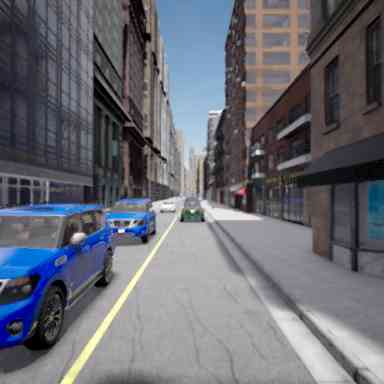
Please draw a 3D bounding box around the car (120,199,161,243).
[{"bbox_3d":[-3.110,1.386,17.439,2.150,2.045,5.566,0,-1,0],"label":"car"}]

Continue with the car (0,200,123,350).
[{"bbox_3d":[-3.106,1.288,6.689,2.150,2.045,5.566,0,-1,0],"label":"car"}]

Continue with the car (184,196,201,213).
[{"bbox_3d":[0.028,1.631,44.280,2.150,2.045,5.566,0,0,0],"label":"car"}]

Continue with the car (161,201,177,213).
[{"bbox_3d":[-3.071,1.931,43.582,1.812,1.442,4.674,0,-1,0],"label":"car"}]

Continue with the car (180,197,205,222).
[{"bbox_3d":[0.050,1.622,29.574,2.097,1.767,4.553,0,-1,0],"label":"car"}]
